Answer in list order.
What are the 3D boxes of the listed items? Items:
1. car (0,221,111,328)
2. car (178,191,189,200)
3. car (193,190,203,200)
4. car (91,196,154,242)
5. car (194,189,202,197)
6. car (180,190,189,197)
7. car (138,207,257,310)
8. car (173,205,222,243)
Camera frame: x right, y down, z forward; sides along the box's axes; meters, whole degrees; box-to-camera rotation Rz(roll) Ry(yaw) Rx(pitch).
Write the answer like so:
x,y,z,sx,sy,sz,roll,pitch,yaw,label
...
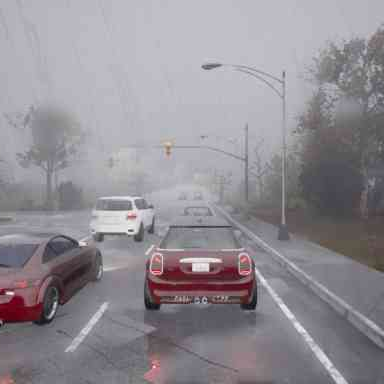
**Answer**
x,y,z,sx,sy,sz,roll,pitch,yaw,label
-3.337,1.564,7.125,1.994,1.385,4.181,0,0,0,car
-2.123,1.045,75.557,1.994,1.385,4.181,0,3,1,car
1.377,1.017,75.483,1.812,1.442,4.674,0,3,1,car
-3.246,1.221,16.543,2.150,2.045,5.566,0,0,3,car
1.583,0.173,85.444,2.097,1.767,4.553,0,3,1,car
-1.915,0.356,85.556,2.033,1.411,5.357,0,3,1,car
0.173,1.352,8.005,2.097,1.767,4.553,0,0,1,car
0.290,1.491,16.981,2.128,1.511,4.902,0,0,1,car
